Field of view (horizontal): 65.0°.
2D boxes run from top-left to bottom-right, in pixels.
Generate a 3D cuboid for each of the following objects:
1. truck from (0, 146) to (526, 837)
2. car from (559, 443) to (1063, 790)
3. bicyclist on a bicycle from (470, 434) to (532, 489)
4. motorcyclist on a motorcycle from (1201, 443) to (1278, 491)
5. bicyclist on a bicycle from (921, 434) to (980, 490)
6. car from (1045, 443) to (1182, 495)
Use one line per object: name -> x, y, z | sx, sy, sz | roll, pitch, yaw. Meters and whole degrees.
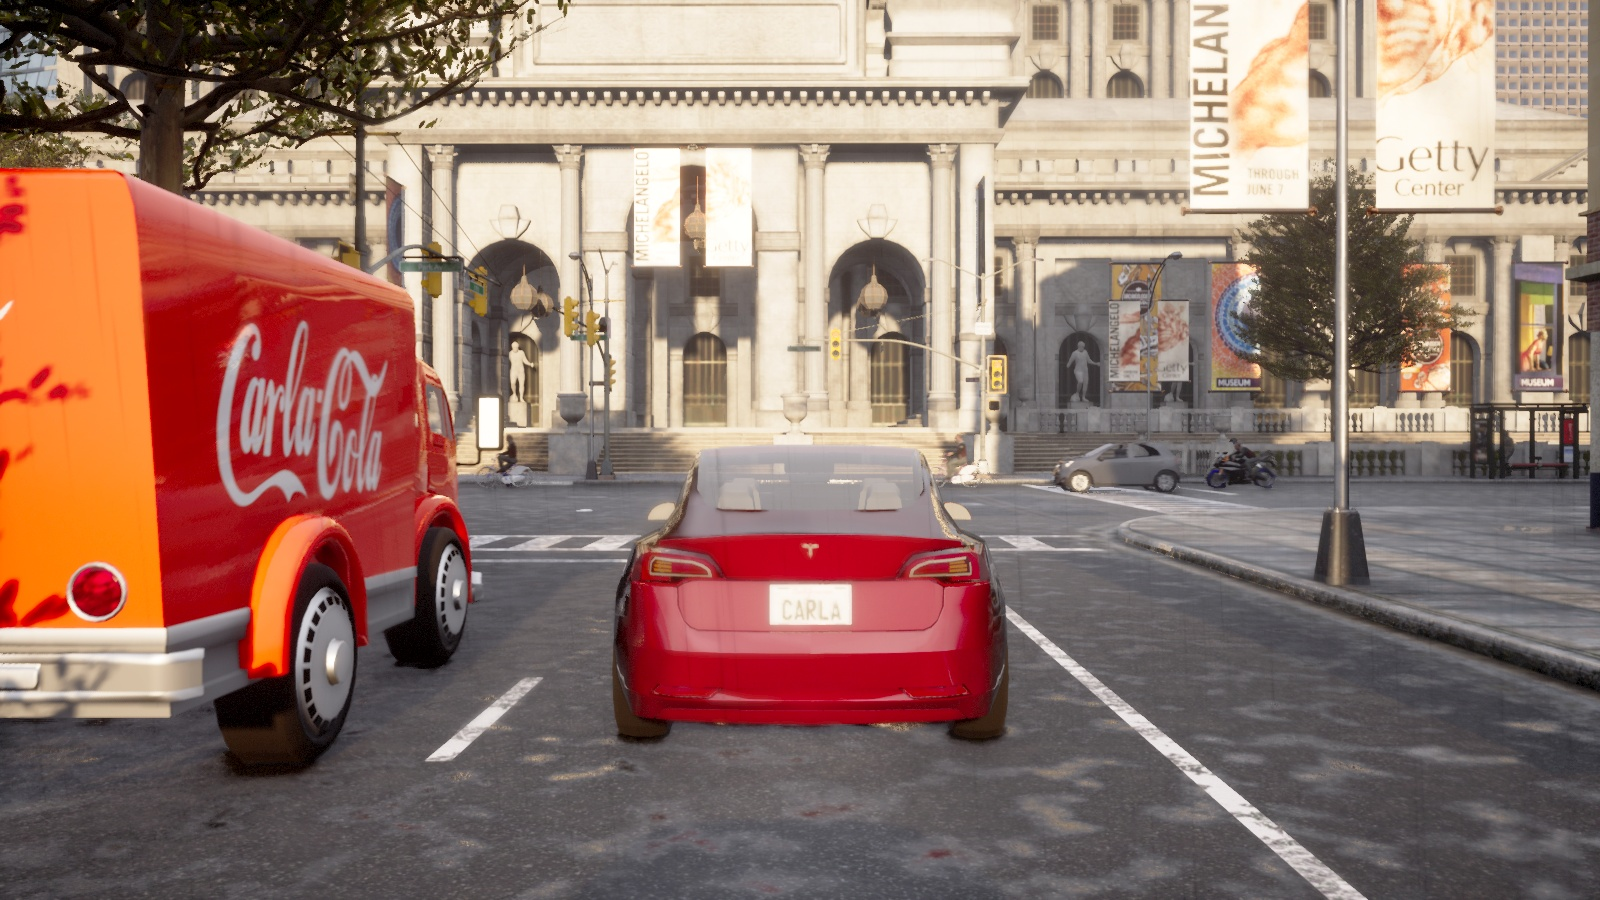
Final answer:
truck -> -3.445, 0.195, 7.092 | 2.627, 2.467, 5.204 | 0, -1, 0
car -> 0.058, 0.702, 7.783 | 2.163, 1.488, 4.792 | 0, 0, 0
bicyclist on a bicycle -> -9.778, 0.373, 41.077 | 1.843, 1.776, 0.659 | 0, 0, 1
motorcyclist on a motorcycle -> 14.278, 0.558, 40.848 | 2.191, 1.530, 0.866 | 0, 0, 1
bicyclist on a bicycle -> 4.910, 0.386, 40.937 | 1.843, 1.776, 0.659 | 0, 0, 1
car -> 9.275, 0.553, 37.392 | 3.633, 1.501, 1.845 | 0, 0, 0
